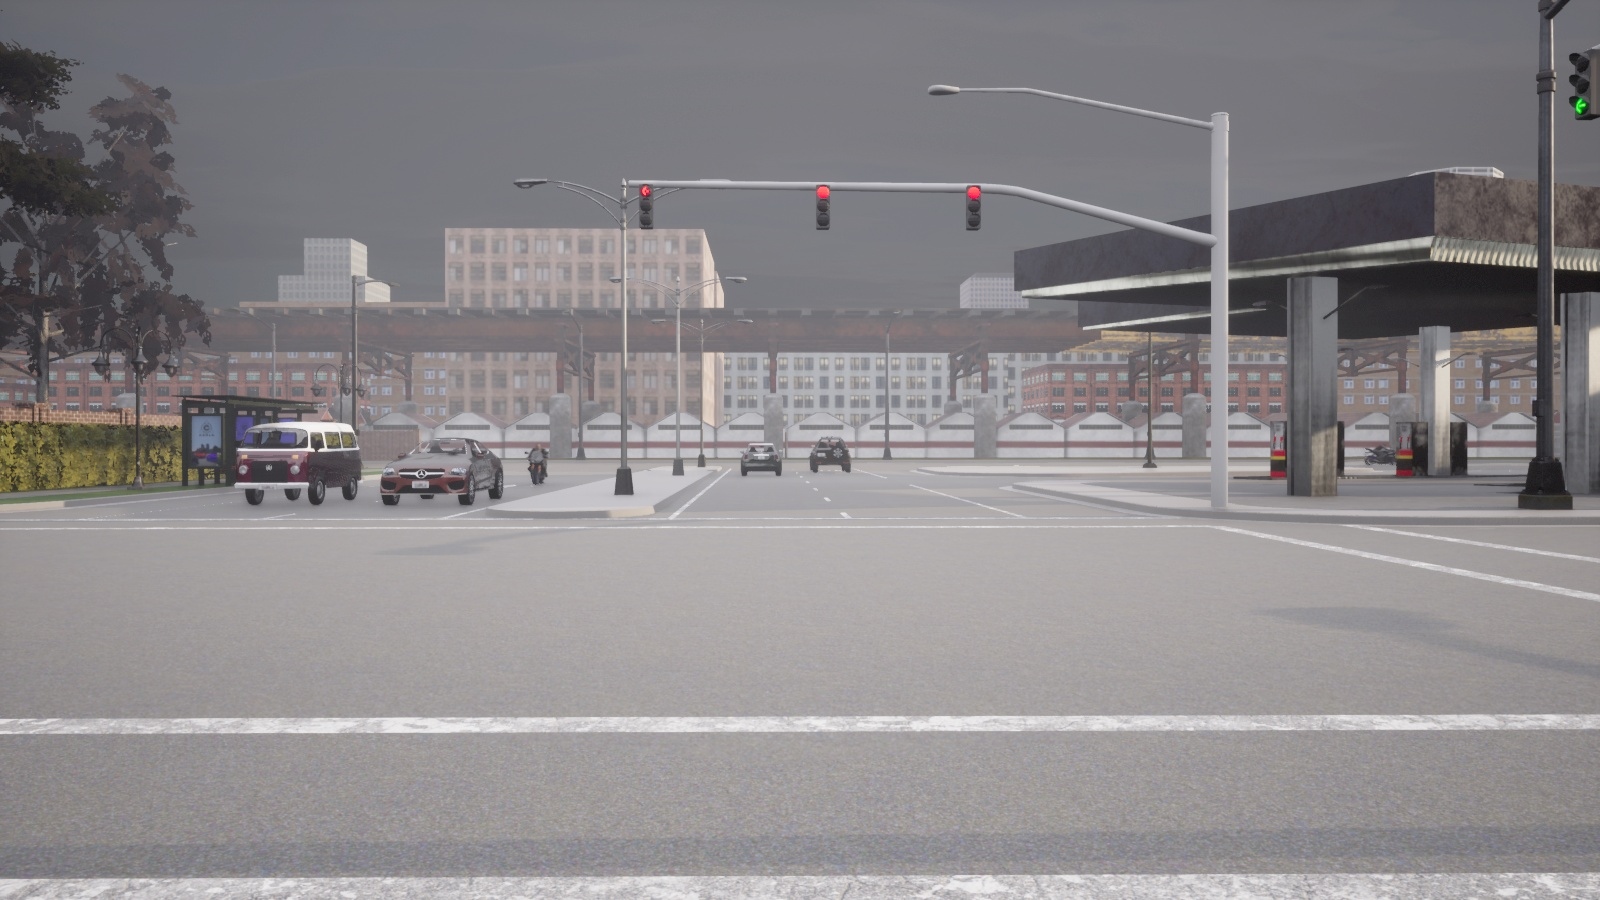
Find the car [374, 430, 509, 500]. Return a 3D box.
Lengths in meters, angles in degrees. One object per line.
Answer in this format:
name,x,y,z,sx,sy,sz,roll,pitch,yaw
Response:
car,-9.015,0.337,32.078,2.152,1.651,5.027,0,0,-2

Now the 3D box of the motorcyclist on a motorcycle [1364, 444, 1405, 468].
motorcyclist on a motorcycle,36.979,0.363,79.482,2.191,1.530,0.866,0,1,3

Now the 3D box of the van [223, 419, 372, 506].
van,-12.501,0.282,31.579,2.069,2.038,4.480,0,0,-2

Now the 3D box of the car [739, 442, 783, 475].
car,-1.804,0.380,58.586,1.970,1.475,3.806,0,0,-2

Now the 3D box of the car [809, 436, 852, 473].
car,1.524,0.201,64.421,1.932,1.855,4.605,0,0,-2

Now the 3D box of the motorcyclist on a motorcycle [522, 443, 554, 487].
motorcyclist on a motorcycle,-9.426,0.519,45.200,0.866,1.530,2.191,0,0,-5
